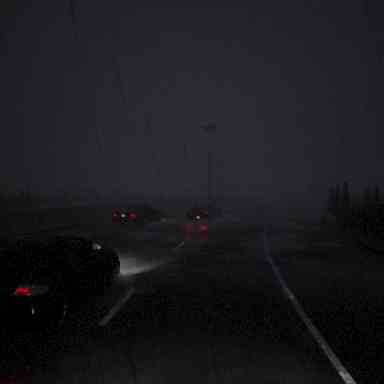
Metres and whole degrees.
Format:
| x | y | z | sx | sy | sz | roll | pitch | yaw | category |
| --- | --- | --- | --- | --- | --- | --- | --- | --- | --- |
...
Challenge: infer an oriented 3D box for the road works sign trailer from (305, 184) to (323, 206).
| x | y | z | sx | sy | sz | roll | pitch | yaw | category |
| --- | --- | --- | --- | --- | --- | --- | --- | --- | --- |
| 20.220 | 0.482 | 54.833 | 2.380 | 3.560 | 2.880 | 0 | 0 | 43 | road works sign trailer |

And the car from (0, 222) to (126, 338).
| x | y | z | sx | sy | sz | roll | pitch | yaw | category |
| --- | --- | --- | --- | --- | --- | --- | --- | --- | --- |
| -2.926 | 1.548 | 6.758 | 1.994 | 1.385 | 4.181 | 0 | 0 | 5 | car |

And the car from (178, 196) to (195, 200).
| x | y | z | sx | sy | sz | roll | pitch | yaw | category |
| --- | --- | --- | --- | --- | --- | --- | --- | --- | --- |
| 0.166 | 1.552 | 56.973 | 1.895 | 1.301 | 4.718 | 0 | 0 | 34 | car |

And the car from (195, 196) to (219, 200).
| x | y | z | sx | sy | sz | roll | pitch | yaw | category |
| --- | --- | --- | --- | --- | --- | --- | --- | --- | --- |
| 3.029 | 1.467 | 54.891 | 1.837 | 1.490 | 4.892 | 0 | 0 | 34 | car |

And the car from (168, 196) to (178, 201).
| x | y | z | sx | sy | sz | roll | pitch | yaw | category |
| --- | --- | --- | --- | --- | --- | --- | --- | --- | --- |
| -2.450 | 1.445 | 59.323 | 1.837 | 1.490 | 4.892 | 0 | 0 | 34 | car |

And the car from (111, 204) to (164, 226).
| x | y | z | sx | sy | sz | roll | pitch | yaw | category |
| --- | --- | --- | --- | --- | --- | --- | --- | --- | --- |
| -3.635 | 1.515 | 23.161 | 2.033 | 1.411 | 5.357 | 0 | 0 | 15 | car |

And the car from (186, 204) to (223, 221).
| x | y | z | sx | sy | sz | roll | pitch | yaw | category |
| --- | --- | --- | --- | --- | --- | --- | --- | --- | --- |
| 1.141 | 1.581 | 26.892 | 1.895 | 1.301 | 4.718 | 0 | 0 | 18 | car |
